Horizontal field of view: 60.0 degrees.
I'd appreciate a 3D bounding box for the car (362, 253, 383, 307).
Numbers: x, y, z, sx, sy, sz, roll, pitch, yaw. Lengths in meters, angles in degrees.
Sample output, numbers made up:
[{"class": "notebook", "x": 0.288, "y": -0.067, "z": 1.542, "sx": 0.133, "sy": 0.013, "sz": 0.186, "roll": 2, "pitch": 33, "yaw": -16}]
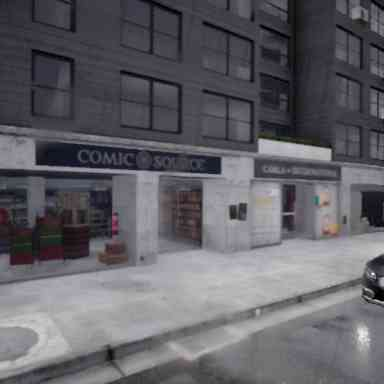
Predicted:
[{"class": "car", "x": 5.472, "y": 1.509, "z": 6.979, "sx": 4.902, "sy": 1.511, "sz": 2.128, "roll": 0, "pitch": 0, "yaw": -36}]
